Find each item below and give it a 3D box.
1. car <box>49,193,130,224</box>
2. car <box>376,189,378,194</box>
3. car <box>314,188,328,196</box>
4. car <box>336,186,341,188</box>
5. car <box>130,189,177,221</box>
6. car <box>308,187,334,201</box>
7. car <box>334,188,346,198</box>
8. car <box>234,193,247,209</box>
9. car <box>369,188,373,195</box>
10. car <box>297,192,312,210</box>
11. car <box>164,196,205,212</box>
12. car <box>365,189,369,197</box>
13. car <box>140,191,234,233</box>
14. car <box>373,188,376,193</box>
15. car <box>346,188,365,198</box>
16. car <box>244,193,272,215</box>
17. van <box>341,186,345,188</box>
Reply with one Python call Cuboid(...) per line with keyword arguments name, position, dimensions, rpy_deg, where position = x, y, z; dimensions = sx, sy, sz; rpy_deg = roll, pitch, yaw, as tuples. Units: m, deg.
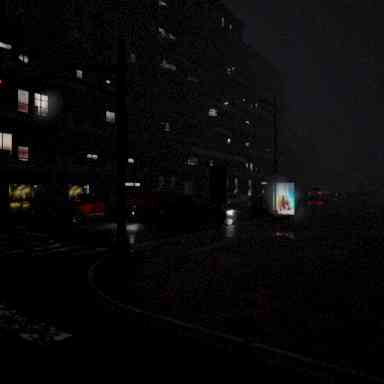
Cuboid(name="car", position=(-6.991, 1.009, 22.464), dimensions=(2.192, 1.841, 5.009), rpy_deg=(1, 2, 35))
Cuboid(name="car", position=(44.506, -0.221, 81.280), dimensions=(2.008, 1.369, 4.403), rpy_deg=(1, 2, 35))
Cuboid(name="car", position=(28.046, -0.025, 72.406), dimensions=(1.967, 1.590, 4.097), rpy_deg=(2, 2, 35))
Cuboid(name="car", position=(34.417, -0.239, 81.486), dimensions=(1.967, 1.590, 4.097), rpy_deg=(2, 2, 35))
Cuboid(name="car", position=(-3.014, 0.859, 23.652), dimensions=(2.150, 2.045, 5.566), rpy_deg=(0, 1, 35))
Cuboid(name="car", position=(18.863, 0.233, 49.271), dimensions=(2.150, 2.045, 5.566), rpy_deg=(0, 1, 35))
Cuboid(name="car", position=(25.045, 0.406, 58.080), dimensions=(1.895, 1.301, 4.718), rpy_deg=(0, 1, 35))
Cuboid(name="car", position=(4.160, 0.930, 33.869), dimensions=(1.812, 1.442, 4.674), rpy_deg=(0, 1, 35))
Cuboid(name="car", position=(34.949, 0.096, 67.657), dimensions=(1.887, 1.381, 4.507), rpy_deg=(1, 2, 35))
Cuboid(name="car", position=(9.460, 0.964, 31.331), dimensions=(1.947, 1.339, 4.313), rpy_deg=(1, 2, 35))
Cuboid(name="car", position=(-0.622, 1.069, 31.551), dimensions=(1.802, 1.307, 4.206), rpy_deg=(2, 2, 35))
Cuboid(name="car", position=(31.763, 0.098, 63.113), dimensions=(1.967, 1.590, 4.097), rpy_deg=(1, 2, 35))
Cuboid(name="car", position=(-0.097, 1.026, 17.701), dimensions=(2.192, 1.841, 5.009), rpy_deg=(1, 2, 35))
Cuboid(name="car", position=(38.135, -0.012, 72.198), dimensions=(1.887, 1.381, 4.507), rpy_deg=(1, 2, 35))
Cuboid(name="car", position=(28.577, 0.309, 58.576), dimensions=(1.887, 1.381, 4.507), rpy_deg=(1, 2, 35))
Cuboid(name="car", position=(6.274, 1.069, 26.789), dimensions=(1.947, 1.339, 4.313), rpy_deg=(1, 2, 35))
Cuboid(name="van", position=(37.603, -0.446, 86.023), dimensions=(1.690, 1.788, 3.998), rpy_deg=(2, 2, 35))
